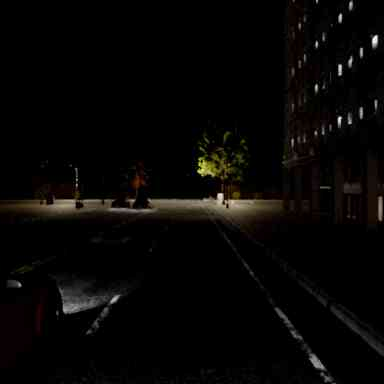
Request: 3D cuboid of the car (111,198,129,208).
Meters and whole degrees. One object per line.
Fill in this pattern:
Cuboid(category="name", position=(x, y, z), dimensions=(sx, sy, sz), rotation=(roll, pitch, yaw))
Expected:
Cuboid(category="car", position=(-9.687, 1.484, 45.848), dimensions=(2.033, 1.411, 5.357), rotation=(0, 0, 1))

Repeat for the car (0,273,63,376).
Cuboid(category="car", position=(-3.141, 1.561, 3.886), dimensions=(1.994, 1.385, 4.181), rotation=(0, 0, 0))

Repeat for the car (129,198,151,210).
Cuboid(category="car", position=(-6.466, 1.467, 43.018), dimensions=(1.812, 1.442, 4.674), rotation=(0, 0, 1))
